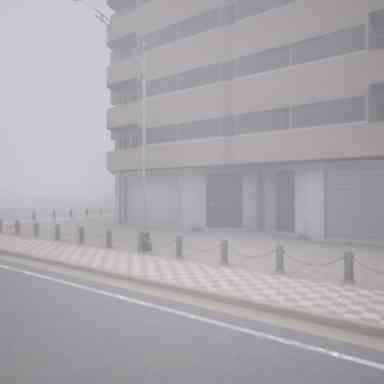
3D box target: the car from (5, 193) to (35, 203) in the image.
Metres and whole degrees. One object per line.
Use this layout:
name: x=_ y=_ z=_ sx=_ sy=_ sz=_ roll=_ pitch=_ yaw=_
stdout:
car: x=-39.001 y=1.226 z=75.595 sx=1.932 sy=1.855 sz=4.605 roll=0 pitch=0 yaw=35

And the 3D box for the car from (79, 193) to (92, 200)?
car: x=-28.920 y=1.228 z=89.924 sx=1.905 sy=1.878 sz=3.866 roll=0 pitch=0 yaw=35

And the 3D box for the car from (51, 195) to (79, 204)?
car: x=-25.140 y=1.464 z=65.929 sx=1.970 sy=1.475 sz=3.806 roll=0 pitch=0 yaw=35

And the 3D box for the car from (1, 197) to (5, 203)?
car: x=-41.331 y=1.438 z=77.317 sx=1.784 sy=1.438 sz=3.905 roll=0 pitch=0 yaw=35
